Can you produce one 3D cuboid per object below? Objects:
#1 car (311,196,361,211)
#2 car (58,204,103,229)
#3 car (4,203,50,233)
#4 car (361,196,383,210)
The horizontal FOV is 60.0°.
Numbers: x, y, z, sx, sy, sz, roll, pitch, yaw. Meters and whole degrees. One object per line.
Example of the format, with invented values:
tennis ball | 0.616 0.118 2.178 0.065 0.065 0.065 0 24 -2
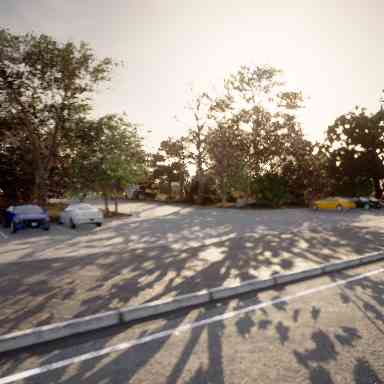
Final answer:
car | 16.007 1.331 37.923 2.097 1.535 5.008 0 0 -35
car | -7.195 1.468 21.398 2.002 1.452 4.674 0 0 -35
car | -9.764 1.439 19.578 2.097 1.535 5.008 0 0 -35
car | 20.536 1.331 41.163 2.097 1.535 5.008 0 0 -35
